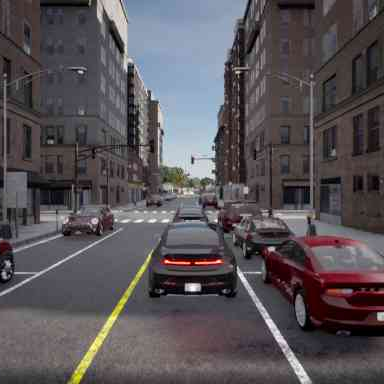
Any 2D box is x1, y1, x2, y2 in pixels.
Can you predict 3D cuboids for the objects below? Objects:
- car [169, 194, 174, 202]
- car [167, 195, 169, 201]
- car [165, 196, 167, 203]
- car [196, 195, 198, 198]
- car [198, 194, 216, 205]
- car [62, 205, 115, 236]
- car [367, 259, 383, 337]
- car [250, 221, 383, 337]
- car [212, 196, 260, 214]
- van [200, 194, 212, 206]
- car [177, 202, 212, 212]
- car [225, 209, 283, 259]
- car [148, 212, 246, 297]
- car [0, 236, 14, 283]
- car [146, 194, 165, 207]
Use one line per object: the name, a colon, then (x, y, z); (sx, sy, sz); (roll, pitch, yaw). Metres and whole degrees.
car: (-5.929, 1.528, 78.099); (1.887, 1.381, 4.507); (0, 0, 0)
car: (-5.824, 1.538, 61.588); (2.008, 1.369, 4.403); (0, 0, 0)
car: (-5.790, 1.555, 56.084); (1.947, 1.339, 4.313); (0, 0, 0)
car: (2.277, 1.302, 61.644); (2.192, 1.841, 5.009); (0, 0, 0)
car: (2.401, 1.306, 45.133); (2.192, 1.841, 5.009); (0, 0, 0)
car: (-5.505, 1.437, 18.022); (1.967, 1.590, 4.097); (0, 0, 0)
car: (2.634, 1.440, 1.031); (1.967, 1.590, 4.097); (0, 0, 0)
car: (2.596, 1.544, 6.713); (1.887, 1.381, 4.507); (0, 0, 0)
car: (2.519, 1.312, 18.077); (2.192, 1.841, 5.009); (0, 0, 0)
van: (2.318, 1.330, 56.140); (1.690, 1.788, 3.998); (0, 0, 0)
car: (-0.057, 1.502, 17.950); (1.837, 1.490, 4.892); (0, 0, 0)
car: (2.558, 1.549, 12.395); (2.008, 1.369, 4.403); (0, 0, 0)
car: (0.015, 1.504, 8.534); (1.837, 1.490, 4.892); (0, 0, 0)
car: (-5.429, 1.439, 6.658); (1.967, 1.590, 4.097); (0, 0, 0)
car: (-5.755, 1.305, 50.581); (2.192, 1.841, 5.009); (0, 0, 0)
